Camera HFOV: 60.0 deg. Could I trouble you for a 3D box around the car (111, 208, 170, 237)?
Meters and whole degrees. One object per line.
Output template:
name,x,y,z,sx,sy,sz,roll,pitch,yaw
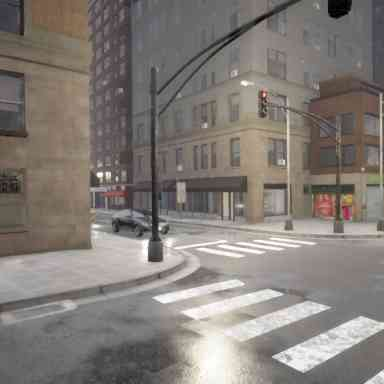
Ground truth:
car,-3.163,1.694,19.520,1.812,1.442,4.674,-1,0,-38

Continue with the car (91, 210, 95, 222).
car,-9.838,1.745,28.283,1.882,1.535,5.008,-1,0,-37
